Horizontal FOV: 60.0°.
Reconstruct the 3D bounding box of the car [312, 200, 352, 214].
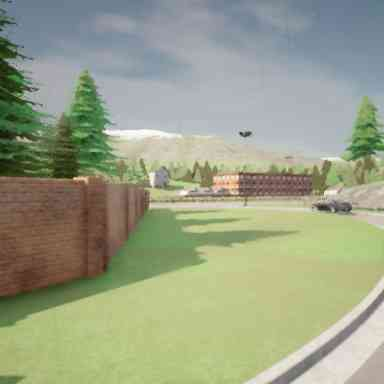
[{"bbox_3d":[15.012,1.555,36.028,2.128,1.511,4.902,0,0,-16],"label":"car"}]
